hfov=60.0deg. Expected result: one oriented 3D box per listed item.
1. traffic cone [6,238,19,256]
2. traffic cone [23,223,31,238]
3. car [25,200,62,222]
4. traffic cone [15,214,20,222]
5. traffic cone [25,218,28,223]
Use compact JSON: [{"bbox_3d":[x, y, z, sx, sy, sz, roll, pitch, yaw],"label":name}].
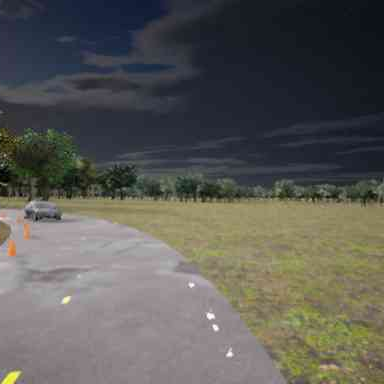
[{"bbox_3d":[-6.351,1.941,11.769,0.340,0.580,0.340,0,0,-18],"label":"traffic cone"},{"bbox_3d":[-8.021,1.926,16.189,0.340,0.580,0.340,0,0,-24],"label":"traffic cone"},{"bbox_3d":[-11.521,1.441,25.674,1.837,1.490,4.892,1,0,-38],"label":"car"},{"bbox_3d":[-12.763,1.896,24.347,0.340,0.580,0.340,0,0,-36],"label":"traffic cone"},{"bbox_3d":[-10.167,1.912,20.399,0.340,0.580,0.340,0,0,-30],"label":"traffic cone"}]
